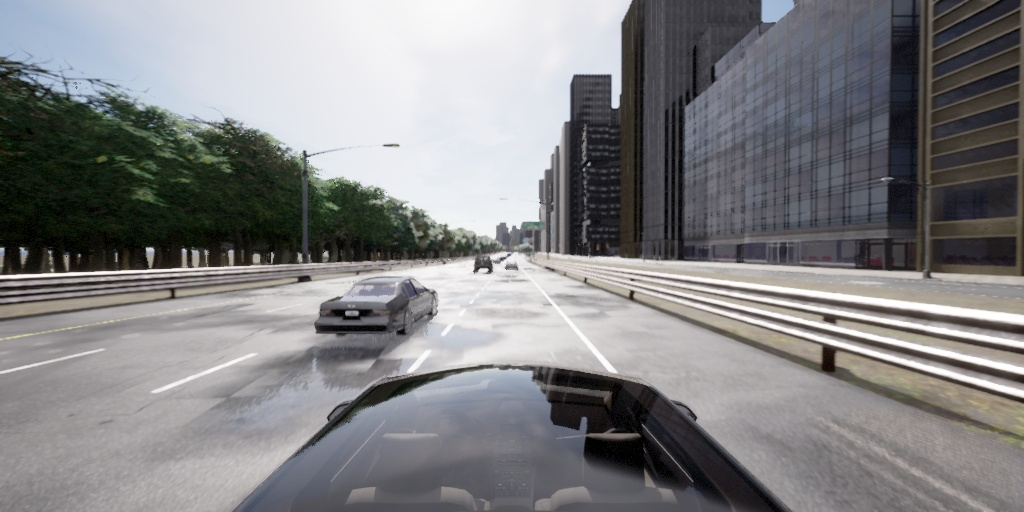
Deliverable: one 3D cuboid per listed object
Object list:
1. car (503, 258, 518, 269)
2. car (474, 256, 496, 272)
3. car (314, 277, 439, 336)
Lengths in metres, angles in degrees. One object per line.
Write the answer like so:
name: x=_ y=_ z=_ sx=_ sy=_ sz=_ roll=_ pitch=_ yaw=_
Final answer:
car: x=-0.064 y=1.367 z=56.841 sx=1.895 sy=1.301 sz=4.718 roll=0 pitch=0 yaw=0
car: x=-3.616 y=0.989 z=46.124 sx=2.150 sy=2.045 sz=5.566 roll=0 pitch=0 yaw=0
car: x=-3.505 y=1.302 z=10.352 sx=2.033 sy=1.411 sz=5.357 roll=0 pitch=0 yaw=0
